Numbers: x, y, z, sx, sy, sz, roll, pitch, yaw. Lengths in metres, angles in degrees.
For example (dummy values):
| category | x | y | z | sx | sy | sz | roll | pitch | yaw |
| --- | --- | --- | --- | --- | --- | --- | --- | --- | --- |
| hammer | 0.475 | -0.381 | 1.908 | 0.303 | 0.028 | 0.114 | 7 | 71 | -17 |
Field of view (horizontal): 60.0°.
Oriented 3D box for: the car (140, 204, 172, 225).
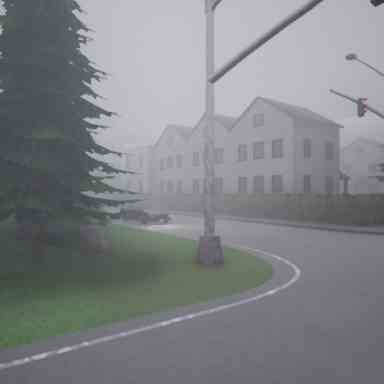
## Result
| category | x | y | z | sx | sy | sz | roll | pitch | yaw |
| --- | --- | --- | --- | --- | --- | --- | --- | --- | --- |
| car | -3.544 | 1.527 | 24.434 | 2.033 | 1.411 | 5.357 | 0 | 0 | -35 |
